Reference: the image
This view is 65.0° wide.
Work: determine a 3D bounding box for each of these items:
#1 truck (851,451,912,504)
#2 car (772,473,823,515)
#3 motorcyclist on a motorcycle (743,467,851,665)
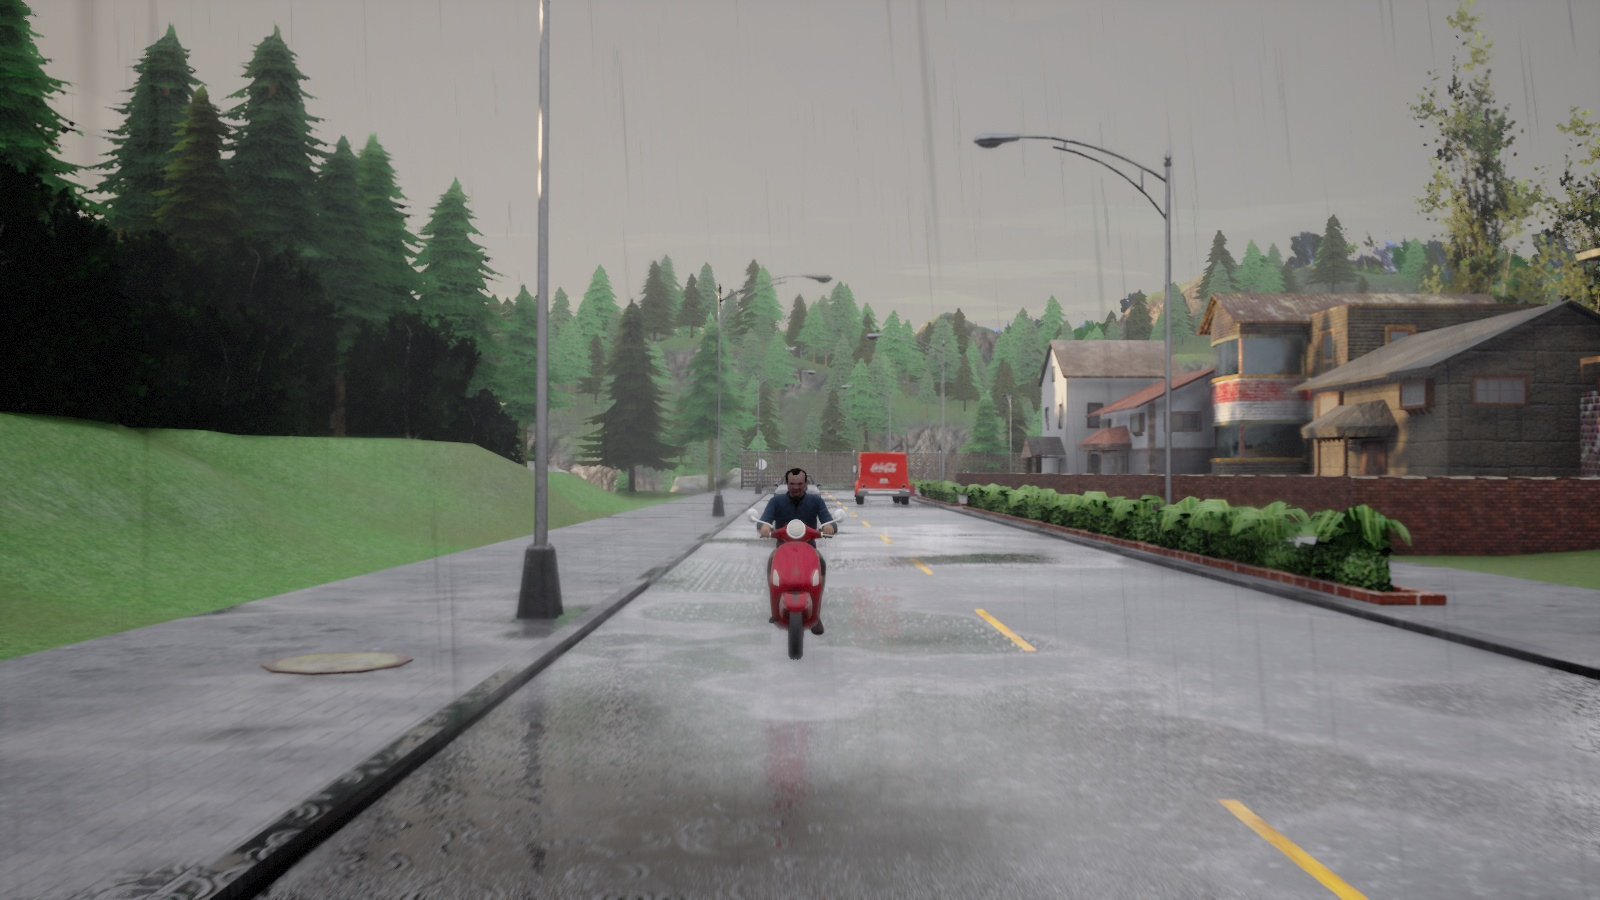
[{"bbox_3d":[3.892,1.331,60.858,2.627,2.467,5.204,0,-1,0],"label":"truck"},{"bbox_3d":[-0.085,1.612,46.813,1.816,1.474,4.193,0,-1,0],"label":"car"},{"bbox_3d":[-0.027,0.954,11.097,0.866,1.590,1.817,0,-1,0],"label":"motorcyclist on a motorcycle"}]
